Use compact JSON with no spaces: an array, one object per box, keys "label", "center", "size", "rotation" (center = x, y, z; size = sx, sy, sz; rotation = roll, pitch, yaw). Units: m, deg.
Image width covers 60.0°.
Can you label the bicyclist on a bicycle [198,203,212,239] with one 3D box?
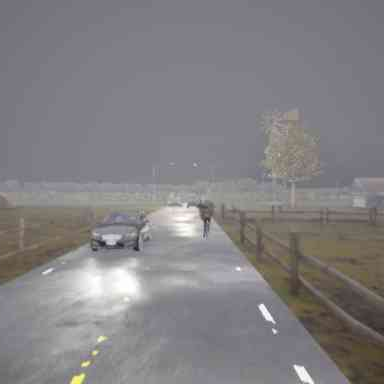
[{"label":"bicyclist on a bicycle","center":[0.757,1.510,16.848],"size":[0.582,1.620,1.656],"rotation":[0,-1,0]}]

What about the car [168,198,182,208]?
[{"label":"car","center":[-2.809,1.733,55.714],"size":[2.097,1.767,4.553],"rotation":[0,-1,0]}]

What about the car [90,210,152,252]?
[{"label":"car","center":[-2.849,1.536,14.186],"size":[2.128,1.511,4.902],"rotation":[0,0,0]}]

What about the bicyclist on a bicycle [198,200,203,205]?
[{"label":"bicyclist on a bicycle","center":[0.757,1.488,26.794],"size":[0.659,1.776,1.843],"rotation":[0,0,0]}]

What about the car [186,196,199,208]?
[{"label":"car","center":[0.092,1.871,54.667],"size":[1.837,1.490,4.892],"rotation":[0,-1,0]}]

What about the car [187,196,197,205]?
[{"label":"car","center":[-0.001,1.884,73.995],"size":[2.150,2.045,5.566],"rotation":[0,-1,0]}]
